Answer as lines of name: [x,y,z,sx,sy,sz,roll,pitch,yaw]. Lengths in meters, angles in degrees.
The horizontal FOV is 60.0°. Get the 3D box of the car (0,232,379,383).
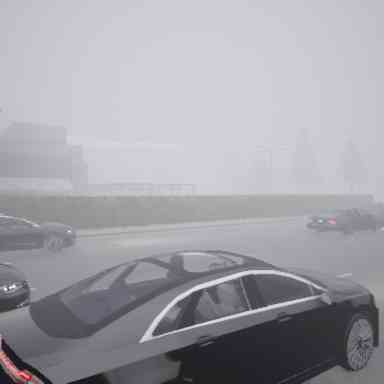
car: [0.372,1.491,4.013,4.902,1.511,2.128,0,0,-36]

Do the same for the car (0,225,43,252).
car: [-4.927,1.491,4.531,4.902,1.511,2.128,0,0,-35]

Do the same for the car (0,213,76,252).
car: [-6.709,1.491,11.859,4.902,1.511,2.128,0,0,-36]

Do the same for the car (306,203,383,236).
car: [8.623,1.547,18.503,5.357,1.411,2.033,0,0,-36]
